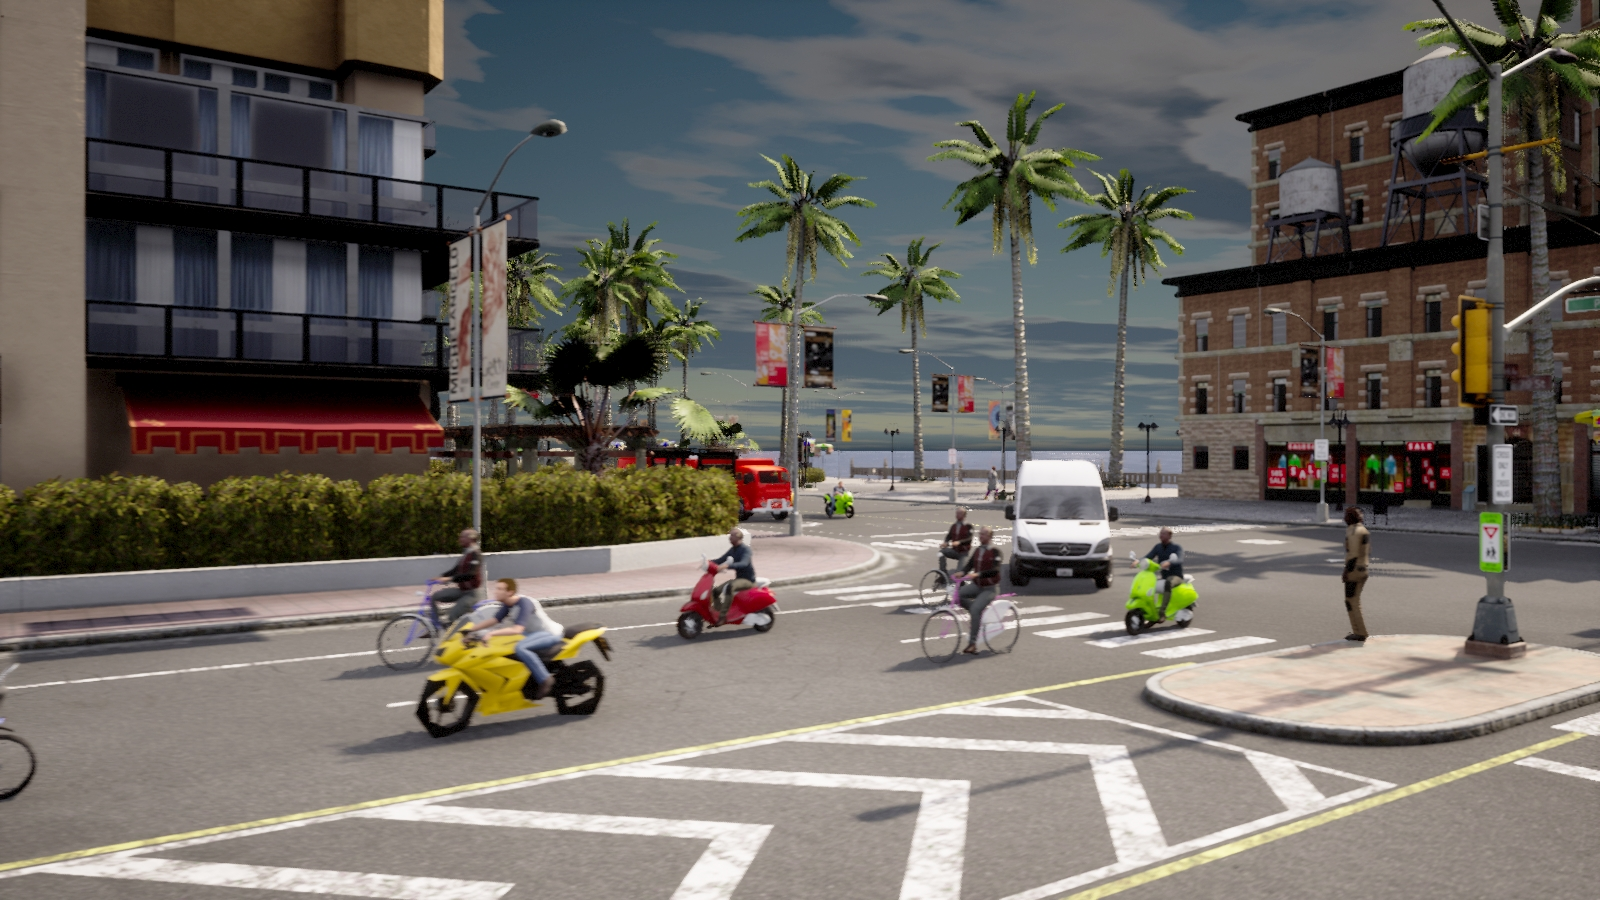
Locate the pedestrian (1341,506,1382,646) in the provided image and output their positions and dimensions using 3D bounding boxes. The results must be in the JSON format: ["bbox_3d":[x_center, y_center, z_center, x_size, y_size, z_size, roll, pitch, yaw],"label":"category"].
[{"bbox_3d":[7.682,1.706,15.642,0.375,1.860,0.375,0,0,-38],"label":"pedestrian"}]

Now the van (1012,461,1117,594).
[{"bbox_3d":[5.739,1.538,25.374,1.988,2.561,5.915,0,0,10],"label":"van"}]

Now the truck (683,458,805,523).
[{"bbox_3d":[-2.371,1.570,46.671,2.627,2.467,5.204,0,0,-34],"label":"truck"}]

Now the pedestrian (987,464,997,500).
[{"bbox_3d":[10.206,1.703,60.688,0.375,1.860,0.375,0,0,-43],"label":"pedestrian"}]

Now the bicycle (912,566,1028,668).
[{"bbox_3d":[2.306,2.212,15.329,1.835,1.171,0.329,0,0,-36],"label":"bicycle"}]

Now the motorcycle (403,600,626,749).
[{"bbox_3d":[-2.861,2.214,11.562,2.033,1.145,0.803,0,0,-35],"label":"motorcycle"}]

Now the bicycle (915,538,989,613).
[{"bbox_3d":[2.723,2.213,20.366,0.329,1.171,1.835,0,0,42],"label":"bicycle"}]
